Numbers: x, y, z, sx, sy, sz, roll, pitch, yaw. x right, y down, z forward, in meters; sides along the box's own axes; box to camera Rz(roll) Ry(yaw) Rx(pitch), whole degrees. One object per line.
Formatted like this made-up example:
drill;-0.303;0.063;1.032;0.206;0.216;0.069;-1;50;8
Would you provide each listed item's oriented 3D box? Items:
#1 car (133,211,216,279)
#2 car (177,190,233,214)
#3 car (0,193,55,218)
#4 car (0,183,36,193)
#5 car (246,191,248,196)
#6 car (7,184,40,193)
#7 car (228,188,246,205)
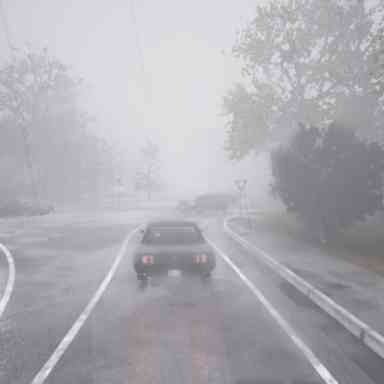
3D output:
car;-0.569;1.493;9.729;1.895;1.301;4.718;0;1;-5
car;0.858;0.878;25.688;1.812;1.442;4.674;2;3;43
car;-12.304;1.015;22.637;5.357;1.411;2.033;0;2;-4
car;-27.399;-0.388;52.627;2.150;2.045;5.566;2;2;44
car;6.121;0.082;48.159;2.033;1.411;5.357;-1;2;-19
car;-28.445;-0.546;56.275;4.674;1.442;1.812;-1;2;-43
car;2.990;0.563;33.183;1.882;1.535;5.008;2;3;39
